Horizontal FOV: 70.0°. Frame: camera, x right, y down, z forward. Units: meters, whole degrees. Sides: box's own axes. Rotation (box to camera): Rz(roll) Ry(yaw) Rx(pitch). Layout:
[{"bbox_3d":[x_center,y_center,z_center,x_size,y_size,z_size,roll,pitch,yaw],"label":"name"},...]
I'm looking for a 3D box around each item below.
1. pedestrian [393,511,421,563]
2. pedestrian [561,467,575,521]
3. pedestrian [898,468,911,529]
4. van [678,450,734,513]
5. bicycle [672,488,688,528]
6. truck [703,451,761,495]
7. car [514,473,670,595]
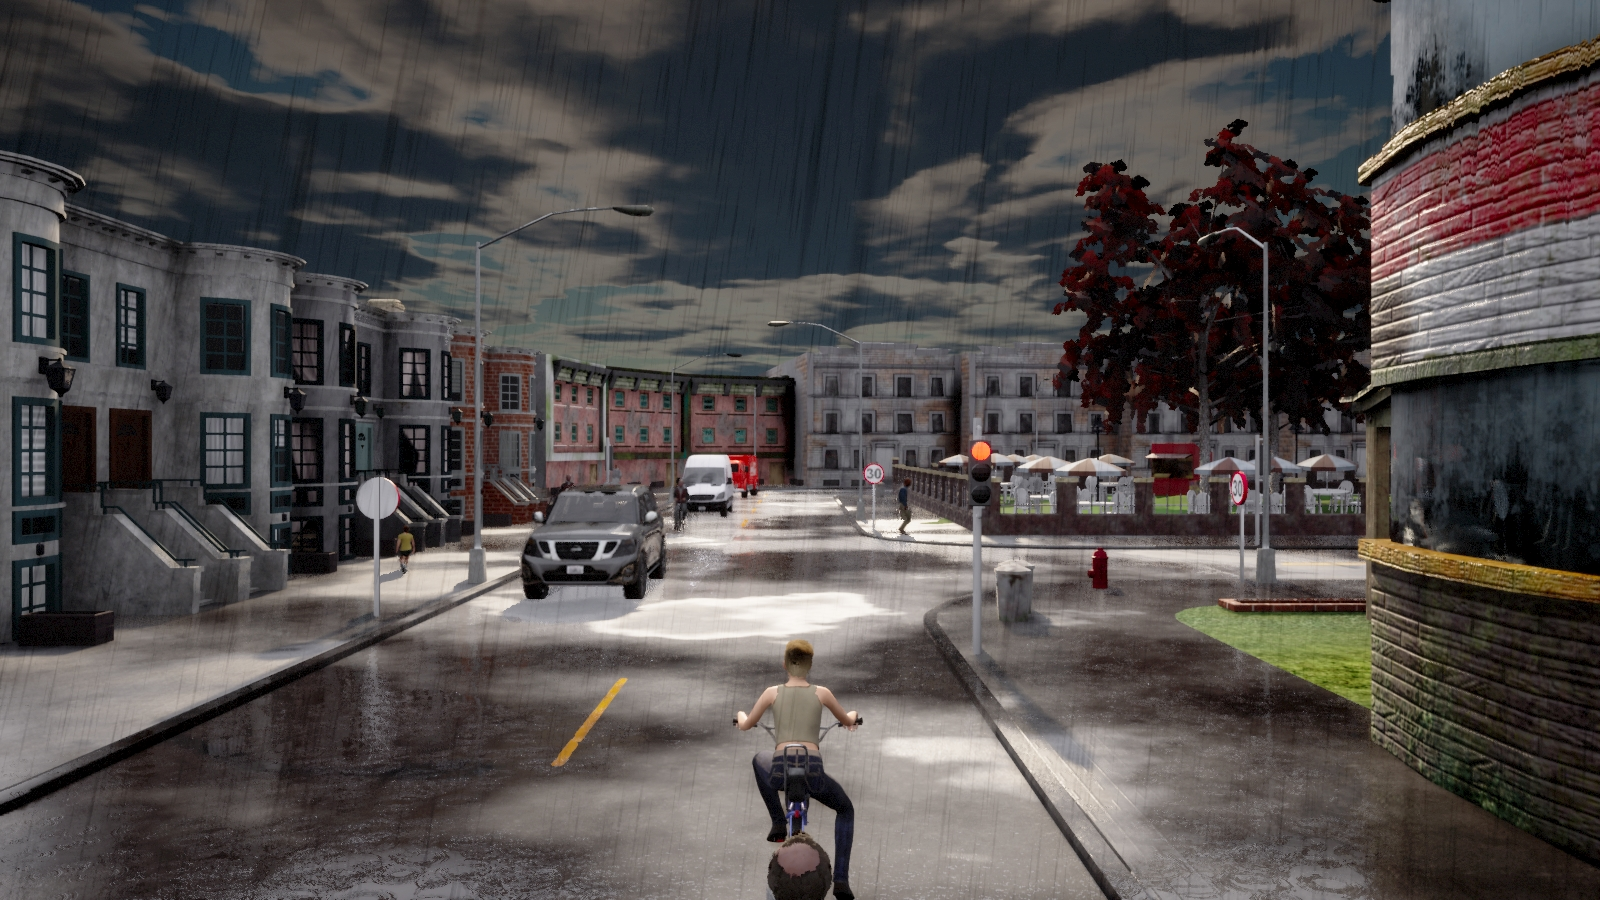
[{"bbox_3d":[-8.593,1.894,24.949,0.500,1.100,0.500,0,0,-29],"label":"pedestrian"},{"bbox_3d":[-8.009,1.508,39.388,0.375,1.860,0.375,0,0,-28],"label":"pedestrian"},{"bbox_3d":[3.225,1.502,35.252,0.375,1.860,0.375,0,0,5],"label":"pedestrian"},{"bbox_3d":[-4.034,1.294,49.798,1.988,2.561,5.915,0,0,0],"label":"van"},{"bbox_3d":[-4.018,1.925,38.288,0.329,1.271,1.835,0,0,0],"label":"bicycle"},{"bbox_3d":[-3.975,1.320,68.102,2.627,2.467,5.204,0,0,6],"label":"truck"},{"bbox_3d":[-4.004,1.549,23.074,2.150,2.045,5.566,0,0,0],"label":"car"}]
